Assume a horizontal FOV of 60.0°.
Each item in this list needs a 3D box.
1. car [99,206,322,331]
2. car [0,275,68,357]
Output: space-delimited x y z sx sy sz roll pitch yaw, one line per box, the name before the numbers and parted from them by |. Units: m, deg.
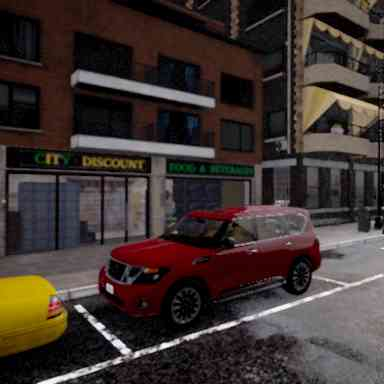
car | 0.677 1.268 7.020 5.009 1.841 2.192 -1 1 -35
car | -3.999 1.538 3.694 4.829 1.417 1.752 -1 1 -35
